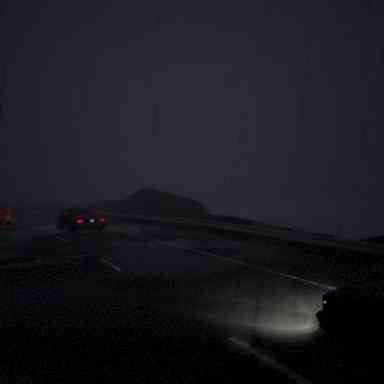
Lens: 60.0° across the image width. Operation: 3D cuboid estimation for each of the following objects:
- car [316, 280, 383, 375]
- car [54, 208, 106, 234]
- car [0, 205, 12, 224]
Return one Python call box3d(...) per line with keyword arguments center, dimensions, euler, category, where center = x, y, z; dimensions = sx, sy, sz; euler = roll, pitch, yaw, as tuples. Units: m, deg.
box3d(center=(3.823, 1.494, 3.020), dimensions=(2.033, 1.411, 5.357), euler=(-1, 0, -29), category="car")
box3d(center=(-6.997, 1.674, 20.538), dimensions=(2.033, 1.411, 5.357), euler=(-1, 0, -35), category="car")
box3d(center=(-15.733, 1.736, 26.455), dimensions=(1.882, 1.535, 5.008), euler=(-1, 0, -38), category="car")
